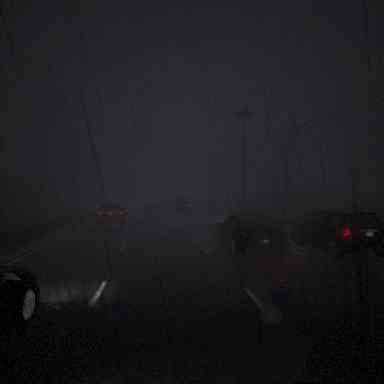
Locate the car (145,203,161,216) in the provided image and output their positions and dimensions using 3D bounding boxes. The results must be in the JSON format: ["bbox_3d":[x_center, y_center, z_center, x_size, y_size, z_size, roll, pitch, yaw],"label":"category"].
[{"bbox_3d":[-4.737,2.127,39.929,1.895,1.301,4.718,0,-1,-8],"label":"car"}]

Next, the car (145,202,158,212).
[{"bbox_3d":[-6.182,2.264,50.254,1.895,1.301,4.718,0,-1,-8],"label":"car"}]

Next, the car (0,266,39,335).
[{"bbox_3d":[-3.695,1.572,4.346,1.837,1.490,4.892,0,-1,-3],"label":"car"}]

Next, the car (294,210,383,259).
[{"bbox_3d":[5.874,1.507,13.579,2.097,1.767,4.553,0,-1,-7],"label":"car"}]

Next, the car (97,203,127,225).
[{"bbox_3d":[-6.561,1.727,27.653,2.097,1.767,4.553,0,-1,-8],"label":"car"}]

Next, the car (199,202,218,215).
[{"bbox_3d":[2.039,2.023,42.015,2.128,1.511,4.902,0,-1,-8],"label":"car"}]

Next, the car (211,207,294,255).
[{"bbox_3d":[2.314,1.653,14.217,1.882,1.535,5.008,0,-1,-7],"label":"car"}]

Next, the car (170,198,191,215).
[{"bbox_3d":[-1.432,1.759,41.556,2.150,2.045,5.566,0,-1,-8],"label":"car"}]
